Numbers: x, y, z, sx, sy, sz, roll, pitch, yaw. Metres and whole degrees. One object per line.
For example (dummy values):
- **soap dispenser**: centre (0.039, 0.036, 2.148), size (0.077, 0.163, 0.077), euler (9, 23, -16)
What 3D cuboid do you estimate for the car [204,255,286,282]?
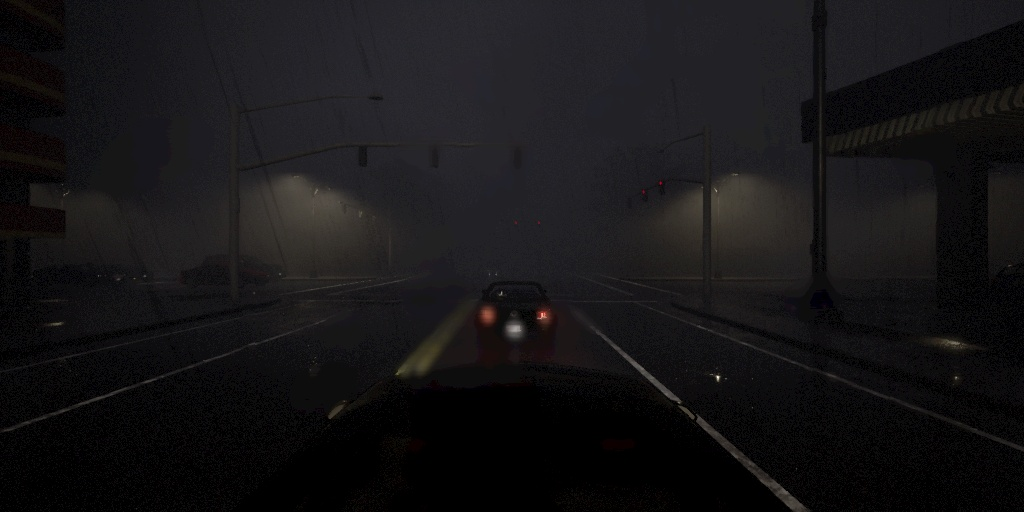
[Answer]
- **car**: centre (-19.887, 0.971, 26.537), size (5.566, 2.045, 2.150), euler (0, 0, 1)

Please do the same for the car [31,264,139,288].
- **car**: centre (-27.830, 1.241, 23.164), size (4.902, 1.511, 2.128), euler (0, 0, 1)

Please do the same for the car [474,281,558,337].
- **car**: centre (0.099, 1.351, 10.218), size (1.895, 1.301, 4.718), euler (0, 0, 0)

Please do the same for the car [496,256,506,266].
- **car**: centre (-2.586, 1.241, 64.147), size (2.128, 1.511, 4.902), euler (0, 0, 1)

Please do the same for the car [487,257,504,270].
- **car**: centre (-2.709, 1.241, 53.963), size (2.128, 1.511, 4.902), euler (0, 0, 1)

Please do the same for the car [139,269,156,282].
- **car**: centre (-29.305, 1.314, 26.688), size (4.181, 1.385, 1.994), euler (0, 0, 0)

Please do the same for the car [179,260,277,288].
- **car**: centre (-18.327, 1.228, 22.989), size (5.008, 1.535, 1.882), euler (0, 0, 1)
